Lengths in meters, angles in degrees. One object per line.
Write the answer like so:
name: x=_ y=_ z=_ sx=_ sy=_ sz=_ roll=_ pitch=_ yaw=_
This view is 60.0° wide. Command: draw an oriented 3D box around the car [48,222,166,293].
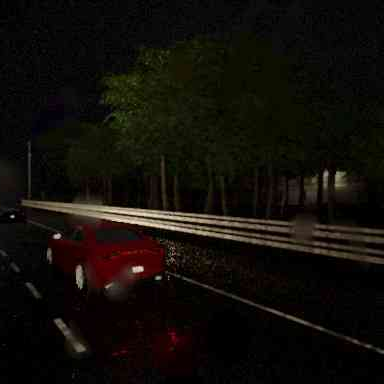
car: x=-2.604 y=1.560 z=9.267 sx=1.882 sy=1.535 sz=5.008 roll=0 pitch=-1 yaw=-35

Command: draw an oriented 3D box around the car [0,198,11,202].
car: x=-40.084 y=2.046 z=70.909 sx=1.994 sy=1.385 sz=4.181 roll=0 pitch=0 yaw=-14

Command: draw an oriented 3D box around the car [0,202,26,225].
car: x=-13.981 y=1.745 z=25.367 sx=1.994 sy=1.385 sz=4.181 roll=0 pitch=-1 yaw=-35
